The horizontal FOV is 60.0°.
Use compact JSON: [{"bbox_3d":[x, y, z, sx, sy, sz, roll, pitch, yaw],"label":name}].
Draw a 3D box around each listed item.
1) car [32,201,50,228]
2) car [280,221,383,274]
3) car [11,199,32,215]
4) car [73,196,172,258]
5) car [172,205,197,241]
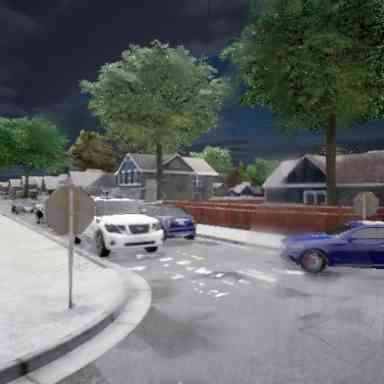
[{"bbox_3d":[-8.984,1.442,22.075,1.882,1.535,5.008,1,0,-35],"label":"car"},{"bbox_3d":[5.036,1.598,9.905,4.674,1.442,1.812,1,0,7],"label":"car"},{"bbox_3d":[-16.664,1.435,33.045,2.128,1.511,4.902,1,0,-35],"label":"car"},{"bbox_3d":[-3.261,1.213,13.344,2.150,2.045,5.566,1,0,-35],"label":"car"},{"bbox_3d":[-1.853,1.364,16.133,2.097,1.767,4.553,1,0,-42],"label":"car"}]
